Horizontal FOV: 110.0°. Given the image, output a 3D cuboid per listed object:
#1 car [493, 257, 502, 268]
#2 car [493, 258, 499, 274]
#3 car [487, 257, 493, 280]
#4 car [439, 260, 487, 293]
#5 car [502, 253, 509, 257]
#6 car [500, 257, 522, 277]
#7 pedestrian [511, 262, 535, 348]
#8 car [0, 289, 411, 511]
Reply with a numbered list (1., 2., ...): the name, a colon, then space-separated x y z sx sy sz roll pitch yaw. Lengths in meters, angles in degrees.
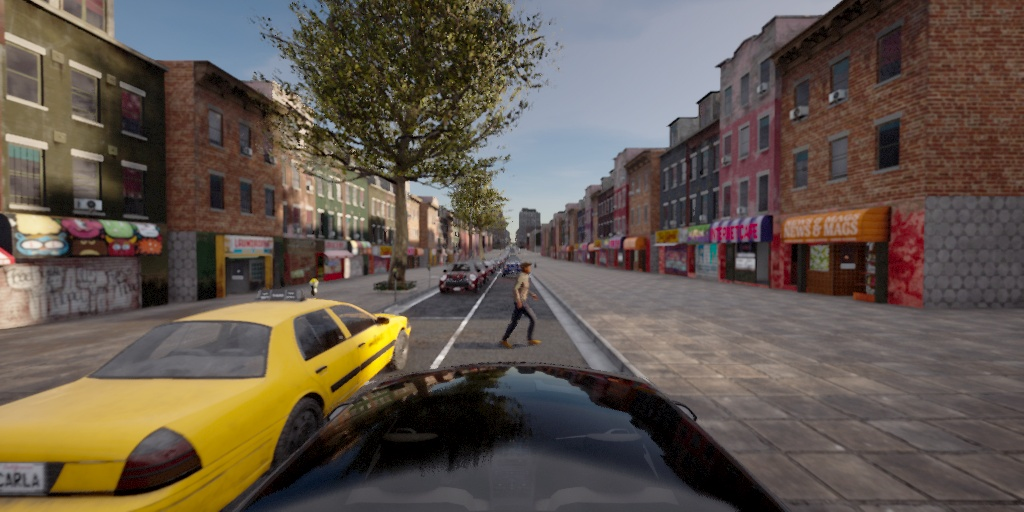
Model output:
1. car: -2.569 1.065 41.252 2.007 1.370 4.403 0 0 0
2. car: -2.579 1.114 35.718 1.802 1.307 4.207 0 0 0
3. car: -2.599 1.014 24.657 1.967 1.591 4.097 0 0 0
4. car: -2.609 1.046 19.126 1.967 1.591 4.097 0 0 0
5. car: 0.152 0.848 46.445 2.097 1.767 4.553 0 0 0
6. car: 0.139 1.072 31.423 1.812 1.442 4.674 0 0 0
7. pedestrian: 0.227 0.988 7.530 0.375 1.860 0.375 1 1 0
8. car: -2.747 1.178 4.551 1.801 1.575 5.366 0 1 0
